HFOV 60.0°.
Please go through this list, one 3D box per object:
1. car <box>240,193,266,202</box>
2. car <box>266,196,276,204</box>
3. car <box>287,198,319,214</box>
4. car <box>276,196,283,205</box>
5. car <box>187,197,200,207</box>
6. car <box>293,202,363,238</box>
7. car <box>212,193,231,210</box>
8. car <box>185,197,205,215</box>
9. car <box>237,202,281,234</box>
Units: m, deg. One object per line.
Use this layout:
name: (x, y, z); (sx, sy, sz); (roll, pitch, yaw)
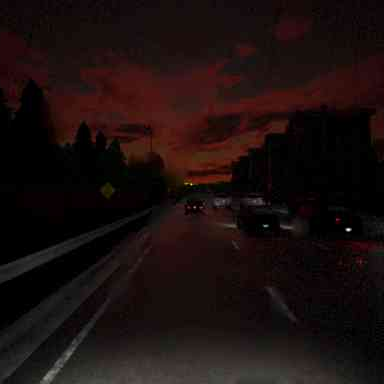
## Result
car: (7.328, 1.194, 41.606); (2.150, 2.045, 5.566); (0, -1, 0)
car: (10.843, 1.476, 50.548); (1.837, 1.490, 4.892); (0, 0, 0)
car: (10.786, 1.582, 32.668); (1.895, 1.301, 4.718); (0, 0, 0)
car: (14.346, 1.445, 57.877); (1.882, 1.535, 5.008); (0, 0, 0)
car: (0.262, 1.497, 51.036); (1.812, 1.442, 4.674); (0, 0, 0)
car: (7.200, 1.492, 17.691); (1.837, 1.490, 4.892); (0, -1, 0)
car: (3.832, 1.195, 43.408); (2.150, 2.045, 5.566); (0, 0, 0)
car: (0.289, 1.527, 33.971); (2.033, 1.411, 5.357); (0, 0, 1)
car: (3.707, 1.515, 18.949); (1.812, 1.442, 4.674); (0, 0, 0)
